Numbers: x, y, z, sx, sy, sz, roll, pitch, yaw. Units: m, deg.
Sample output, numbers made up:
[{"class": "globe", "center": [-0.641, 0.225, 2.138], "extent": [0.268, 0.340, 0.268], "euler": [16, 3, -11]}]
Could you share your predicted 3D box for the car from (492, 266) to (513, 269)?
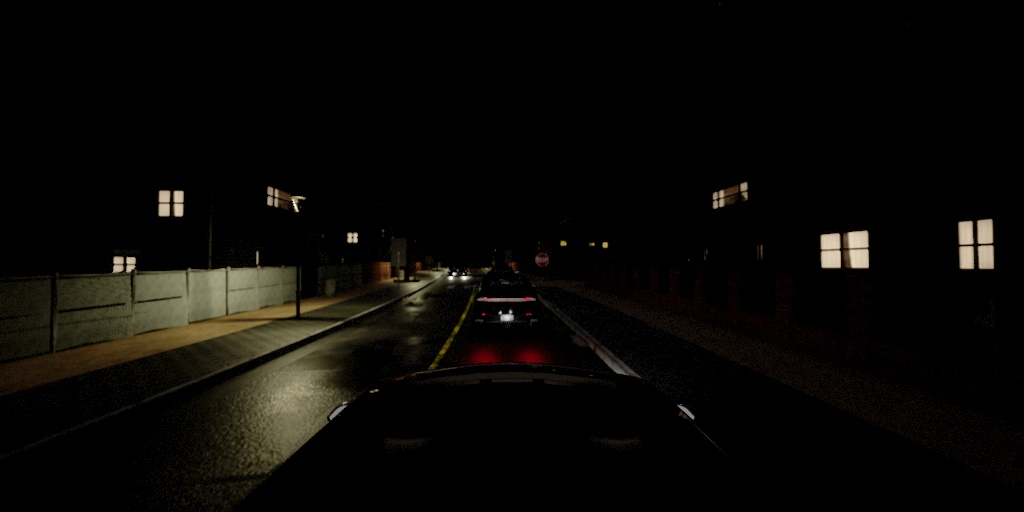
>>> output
[{"class": "car", "center": [-0.600, 1.426, 23.891], "extent": [1.837, 1.490, 4.892], "euler": [0, -1, 2]}]

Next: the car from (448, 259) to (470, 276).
[{"class": "car", "center": [-6.619, 1.343, 44.175], "extent": [2.150, 2.045, 5.566], "euler": [0, -1, -7]}]

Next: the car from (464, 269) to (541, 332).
[{"class": "car", "center": [-0.223, 1.304, 11.120], "extent": [2.128, 1.511, 4.902], "euler": [0, -1, -2]}]
